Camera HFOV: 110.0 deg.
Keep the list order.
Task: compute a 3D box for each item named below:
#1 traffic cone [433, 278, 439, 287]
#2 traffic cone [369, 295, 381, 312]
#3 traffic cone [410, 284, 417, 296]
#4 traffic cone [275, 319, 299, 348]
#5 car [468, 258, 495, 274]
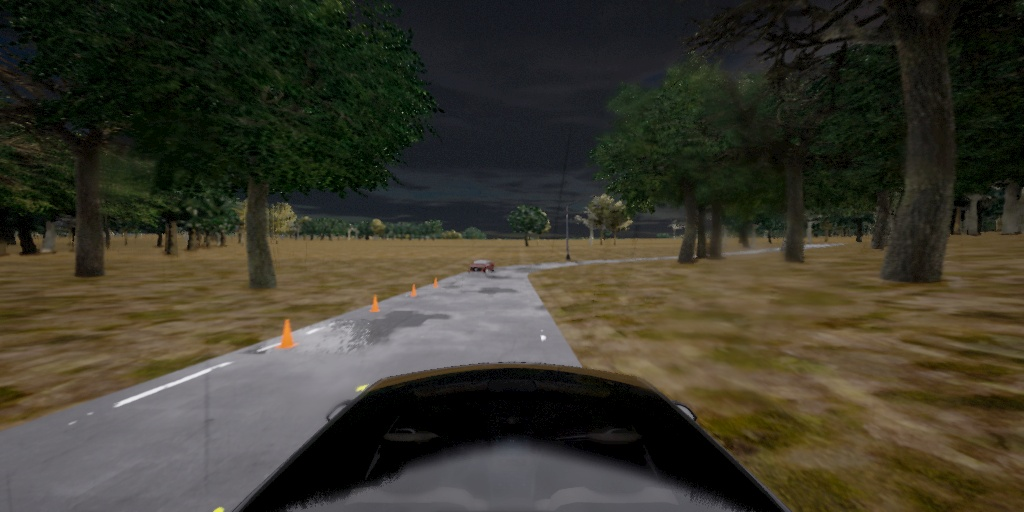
[{"bbox_3d":[-4.866,1.673,22.870,0.340,0.580,0.340,0,0,0],"label":"traffic cone"},{"bbox_3d":[-4.911,1.682,12.869,0.340,0.580,0.340,0,0,0],"label":"traffic cone"},{"bbox_3d":[-4.889,1.679,17.870,0.340,0.580,0.340,0,0,0],"label":"traffic cone"},{"bbox_3d":[-4.934,1.686,7.869,0.340,0.580,0.340,0,0,0],"label":"traffic cone"},{"bbox_3d":[-3.140,1.041,38.071,1.882,1.535,5.008,0,1,10],"label":"car"}]
